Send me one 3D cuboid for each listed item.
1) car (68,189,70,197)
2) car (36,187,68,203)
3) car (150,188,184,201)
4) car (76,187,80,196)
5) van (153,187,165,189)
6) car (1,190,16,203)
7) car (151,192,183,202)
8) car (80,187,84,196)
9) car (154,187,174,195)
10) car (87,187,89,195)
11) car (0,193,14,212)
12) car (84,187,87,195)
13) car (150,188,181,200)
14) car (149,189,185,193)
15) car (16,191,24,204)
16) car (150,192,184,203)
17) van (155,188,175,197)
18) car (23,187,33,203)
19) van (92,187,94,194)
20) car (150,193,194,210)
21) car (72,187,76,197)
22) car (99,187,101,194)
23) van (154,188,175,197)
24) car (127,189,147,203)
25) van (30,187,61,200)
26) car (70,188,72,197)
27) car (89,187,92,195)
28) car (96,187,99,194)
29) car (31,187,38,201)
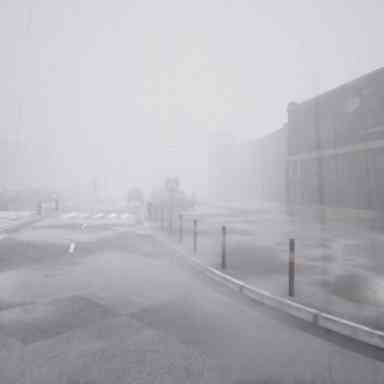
[{"bbox_3d":[-24.763,0.382,58.269,5.008,1.535,2.097,1,1,-6],"label":"car"},{"bbox_3d":[-18.835,0.579,44.931,2.097,1.767,4.553,1,1,-5],"label":"car"},{"bbox_3d":[-4.211,0.427,55.710,5.566,2.045,2.435,1,1,-6],"label":"car"},{"bbox_3d":[-25.531,0.097,66.501,4.553,1.767,2.185,1,1,-6],"label":"car"},{"bbox_3d":[-3.026,0.732,41.991,4.442,1.987,1.878,1,1,-6],"label":"van"},{"bbox_3d":[-22.614,0.809,36.316,5.008,1.535,2.097,1,1,-6],"label":"car"},{"bbox_3d":[-3.968,0.737,52.948,4.892,1.521,2.231,1,1,-6],"label":"car"},{"bbox_3d":[-25.826,0.173,69.244,4.892,1.521,2.231,1,1,-6],"label":"car"},{"bbox_3d":[-8.029,-0.285,94.423,5.566,2.045,2.435,1,1,-6],"label":"car"},{"bbox_3d":[-26.364,0.074,74.731,4.892,1.521,2.231,1,1,-6],"label":"car"},{"bbox_3d":[-17.348,1.072,28.221,1.994,1.385,4.181,1,1,-4],"label":"car"},{"bbox_3d":[-26.095,0.122,71.988,4.892,1.521,2.231,1,1,-6],"label":"car"},{"bbox_3d":[-4.818,0.310,61.361,5.566,2.045,2.435,1,1,-6],"label":"car"},{"bbox_3d":[-2.598,0.883,39.113,4.553,1.767,2.185,1,1,-6],"label":"car"},{"bbox_3d":[-22.875,0.800,39.060,4.674,1.452,2.002,1,1,-6],"label":"car"},{"bbox_3d":[-3.723,0.791,50.305,5.008,1.535,2.097,1,1,-6],"label":"car"},{"bbox_3d":[-6.004,0.071,75.078,4.442,1.987,1.878,1,1,-6],"label":"van"},{"bbox_3d":[-23.113,0.586,41.804,4.553,1.767,2.185,1,1,-6],"label":"car"},{"bbox_3d":[-26.799,-0.248,80.348,4.442,1.987,1.878,1,1,-6],"label":"van"},{"bbox_3d":[-2.135,1.120,33.700,4.792,1.488,2.163,1,1,-6],"label":"car"},{"bbox_3d":[-25.325,0.149,63.751,4.553,1.767,2.185,1,1,-6],"label":"car"},{"bbox_3d":[-27.707,-0.154,88.448,4.892,1.521,2.231,1,1,-6],"label":"car"},{"bbox_3d":[-5.968,0.119,72.292,4.442,1.987,1.878,1,1,-6],"label":"van"},{"bbox_3d":[-8.204,0.508,48.834,2.150,2.045,5.566,1,1,-6],"label":"car"},{"bbox_3d":[-24.370,0.213,55.533,4.442,1.987,1.878,1,1,-6],"label":"van"},{"bbox_3d":[-25.056,0.202,61.008,4.553,1.767,2.185,1,1,-6],"label":"car"},{"bbox_3d":[-26.632,0.026,77.474,4.892,1.521,2.231,1,1,-6],"label":"car"},{"bbox_3d":[-27.629,-0.117,85.687,5.366,1.575,1.946,1,1,-6],"label":"car"},{"bbox_3d":[-23.977,0.297,50.031,5.566,2.045,2.435,1,1,-6],"label":"car"}]
